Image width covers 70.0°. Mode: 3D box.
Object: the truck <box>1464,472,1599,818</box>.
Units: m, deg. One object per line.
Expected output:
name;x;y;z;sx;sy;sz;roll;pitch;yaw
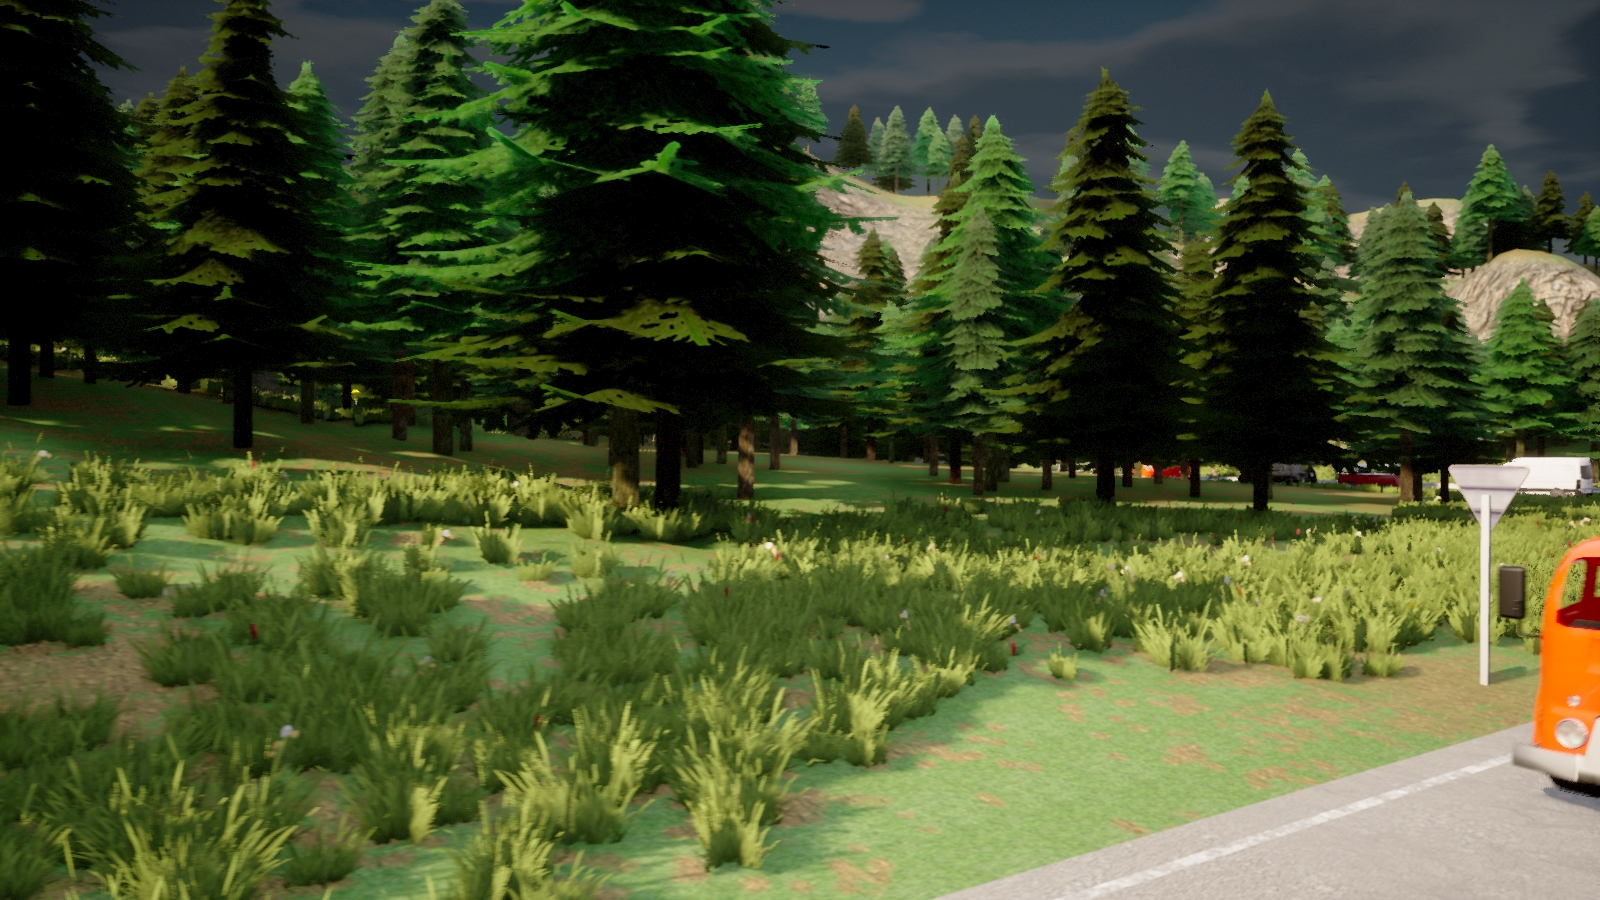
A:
truck;8.153;1.445;9.476;5.204;2.467;2.627;0;0;-35
